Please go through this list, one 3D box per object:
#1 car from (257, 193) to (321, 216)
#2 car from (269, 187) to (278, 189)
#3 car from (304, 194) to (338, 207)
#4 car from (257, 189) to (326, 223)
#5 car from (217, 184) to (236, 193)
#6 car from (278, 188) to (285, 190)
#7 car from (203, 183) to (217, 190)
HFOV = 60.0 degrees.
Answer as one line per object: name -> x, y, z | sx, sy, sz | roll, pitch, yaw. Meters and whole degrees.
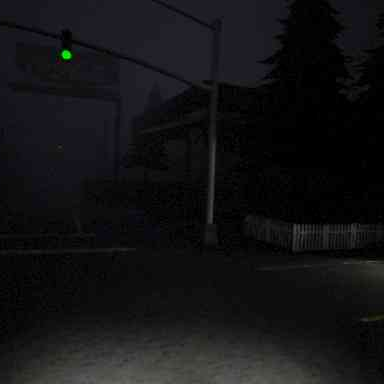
car -> 8.045, 1.053, 27.677 | 4.611, 1.667, 2.242 | 2, 2, -22
car -> 17.113, -0.222, 75.608 | 1.845, 1.501, 3.633 | 2, 2, -22
car -> 16.339, 1.038, 42.016 | 4.181, 1.385, 1.994 | 1, 2, -36
car -> 6.138, 1.020, 20.802 | 3.866, 1.878, 1.905 | 2, 2, -22
car -> 7.833, -0.518, 71.912 | 2.007, 1.523, 4.514 | 2, 2, -22
car -> 24.138, -0.320, 90.281 | 1.970, 1.475, 3.806 | 2, 2, -22
car -> 4.329, -1.451, 89.979 | 1.905, 1.878, 3.866 | 2, 2, -22
